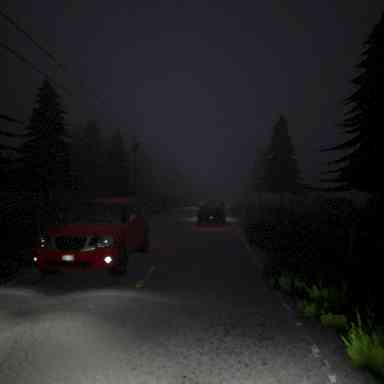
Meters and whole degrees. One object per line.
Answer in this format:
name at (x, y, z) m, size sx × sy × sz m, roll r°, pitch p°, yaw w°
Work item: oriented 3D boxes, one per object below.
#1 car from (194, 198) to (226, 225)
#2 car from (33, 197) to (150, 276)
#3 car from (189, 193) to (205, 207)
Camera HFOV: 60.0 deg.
car at (1.424, 1.482, 23.943) m, size 1.882 × 1.535 × 5.008 m, roll 0°, pitch 0°, yaw 4°
car at (-2.795, 1.213, 10.686) m, size 2.150 × 2.045 × 5.566 m, roll 0°, pitch 0°, yaw 3°
car at (0.924, 1.225, 51.533) m, size 2.150 × 2.045 × 5.566 m, roll 0°, pitch 0°, yaw 9°
